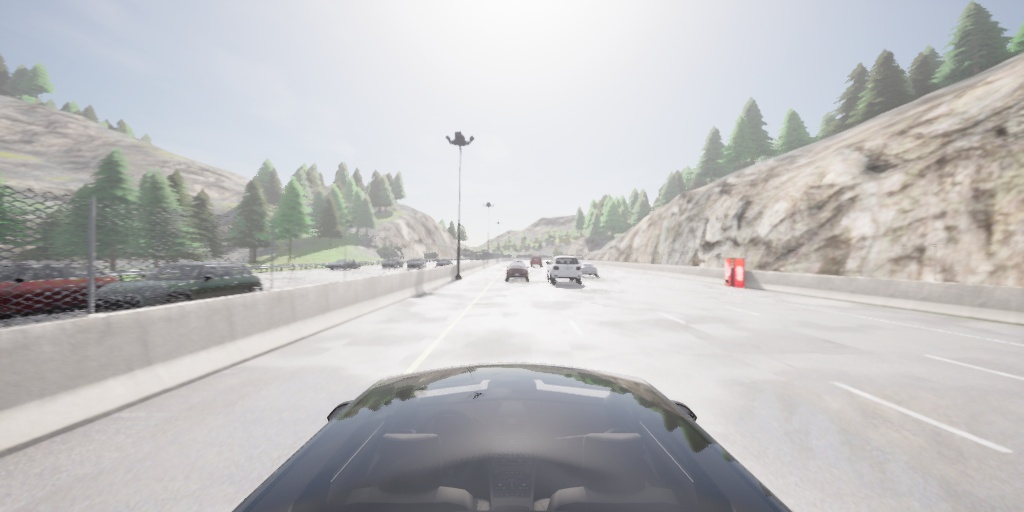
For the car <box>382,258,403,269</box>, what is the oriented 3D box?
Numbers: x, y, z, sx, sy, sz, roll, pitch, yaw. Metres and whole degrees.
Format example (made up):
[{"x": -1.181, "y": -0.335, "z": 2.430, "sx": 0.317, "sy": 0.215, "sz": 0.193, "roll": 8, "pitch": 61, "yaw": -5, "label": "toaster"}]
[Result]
[{"x": -16.935, "y": 1.037, "z": 51.082, "sx": 1.837, "sy": 1.490, "sz": 4.892, "roll": 1, "pitch": 0, "yaw": 1, "label": "car"}]

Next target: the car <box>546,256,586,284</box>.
[{"x": 3.902, "y": 1.015, "z": 27.537, "sx": 2.150, "sy": 2.045, "sz": 5.566, "roll": 1, "pitch": 0, "yaw": 1, "label": "car"}]

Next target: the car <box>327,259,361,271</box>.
[{"x": -20.539, "y": 1.038, "z": 44.113, "sx": 2.033, "sy": 1.411, "sz": 5.357, "roll": 1, "pitch": 0, "yaw": 1, "label": "car"}]

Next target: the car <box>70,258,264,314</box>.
[{"x": -10.513, "y": 0.971, "z": 11.721, "sx": 2.097, "sy": 1.767, "sz": 4.553, "roll": 1, "pitch": 0, "yaw": 1, "label": "car"}]

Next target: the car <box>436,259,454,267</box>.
[{"x": -9.886, "y": 1.132, "z": 53.166, "sx": 1.837, "sy": 1.490, "sz": 4.892, "roll": 1, "pitch": 0, "yaw": 1, "label": "car"}]

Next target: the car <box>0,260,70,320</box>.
[{"x": -14.034, "y": 0.929, "z": 9.990, "sx": 2.097, "sy": 1.767, "sz": 4.553, "roll": 1, "pitch": 0, "yaw": 1, "label": "car"}]

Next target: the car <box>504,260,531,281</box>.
[{"x": 0.427, "y": 1.276, "z": 30.004, "sx": 1.812, "sy": 1.442, "sz": 4.674, "roll": 1, "pitch": 0, "yaw": 1, "label": "car"}]

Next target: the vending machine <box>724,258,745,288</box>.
[{"x": 15.755, "y": 1.134, "z": 25.418, "sx": 1.100, "sy": 2.100, "sz": 0.880, "roll": 0, "pitch": 0, "yaw": 1, "label": "vending machine"}]

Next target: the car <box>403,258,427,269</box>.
[{"x": -13.435, "y": 1.080, "z": 51.035, "sx": 1.837, "sy": 1.490, "sz": 4.892, "roll": 1, "pitch": 0, "yaw": 1, "label": "car"}]

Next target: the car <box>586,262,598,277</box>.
[{"x": 7.527, "y": 1.362, "z": 36.774, "sx": 1.812, "sy": 1.442, "sz": 4.674, "roll": 1, "pitch": 0, "yaw": 1, "label": "car"}]
